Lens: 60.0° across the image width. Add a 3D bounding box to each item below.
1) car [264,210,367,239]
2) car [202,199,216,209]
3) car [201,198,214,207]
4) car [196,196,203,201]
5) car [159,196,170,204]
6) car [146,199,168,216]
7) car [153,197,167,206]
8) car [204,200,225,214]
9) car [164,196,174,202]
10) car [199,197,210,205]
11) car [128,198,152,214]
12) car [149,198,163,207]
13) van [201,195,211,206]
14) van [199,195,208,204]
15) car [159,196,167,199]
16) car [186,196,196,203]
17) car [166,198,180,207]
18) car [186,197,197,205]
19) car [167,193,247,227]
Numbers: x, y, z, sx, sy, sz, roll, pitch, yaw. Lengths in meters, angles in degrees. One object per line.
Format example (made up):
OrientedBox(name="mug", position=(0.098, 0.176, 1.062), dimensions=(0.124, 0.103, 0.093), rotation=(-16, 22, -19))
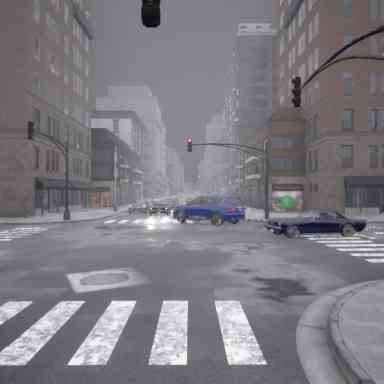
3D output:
OrientedBox(name="car", position=(6.106, 1.577, 16.769), dimensions=(4.718, 1.301, 1.895), rotation=(0, 0, -10))
OrientedBox(name="car", position=(2.380, 1.641, 47.159), dimensions=(1.802, 1.307, 4.206), rotation=(0, 0, 0))
OrientedBox(name="car", position=(2.390, 1.637, 52.669), dimensions=(1.947, 1.339, 4.313), rotation=(0, 0, 0))
OrientedBox(name="car", position=(2.050, 1.698, 90.105), dimensions=(1.812, 1.442, 4.674), rotation=(0, 0, 0))
OrientedBox(name="car", position=(-5.604, 1.552, 69.216), dimensions=(1.967, 1.590, 4.097), rotation=(0, 0, 0))
OrientedBox(name="car", position=(-3.133, 1.637, 33.515), dimensions=(1.895, 1.301, 4.718), rotation=(0, 0, 0))
OrientedBox(name="car", position=(-5.625, 1.634, 58.195), dimensions=(2.008, 1.369, 4.403), rotation=(0, 0, 0))
OrientedBox(name="car", position=(2.359, 1.606, 36.136), dimensions=(1.947, 1.339, 4.313), rotation=(0, 0, 0))
OrientedBox(name="car", position=(-5.584, 1.694, 80.237), dimensions=(2.008, 1.369, 4.403), rotation=(0, 0, 0))
OrientedBox(name="car", position=(2.410, 1.647, 63.691), dimensions=(2.008, 1.369, 4.403), rotation=(0, 0, 0))
OrientedBox(name="car", position=(-5.665, 1.480, 36.152), dimensions=(1.967, 1.590, 4.097), rotation=(0, 0, 0))
OrientedBox(name="car", position=(-5.635, 1.653, 52.684), dimensions=(1.802, 1.307, 4.206), rotation=(0, 0, 0))
OrientedBox(name="van", position=(2.400, 1.424, 58.180), dimensions=(1.690, 1.788, 3.998), rotation=(0, 0, 0))
OrientedBox(name="van", position=(2.420, 1.453, 69.202), dimensions=(1.690, 1.788, 3.998), rotation=(0, 0, 0))
OrientedBox(name="car", position=(-3.110, 1.617, 43.493), dimensions=(1.994, 1.385, 4.181), rotation=(0, 0, 1))
OrientedBox(name="car", position=(-0.202, 1.679, 73.977), dimensions=(1.994, 1.385, 4.181), rotation=(0, 0, 0))
OrientedBox(name="car", position=(-3.085, 1.636, 53.452), dimensions=(1.994, 1.385, 4.181), rotation=(0, 0, 0))
OrientedBox(name="car", position=(-0.131, 1.658, 62.513), dimensions=(1.994, 1.385, 4.181), rotation=(0, 0, 0))
OrientedBox(name="car", position=(1.180, 1.242, 23.552), dimensions=(5.566, 2.045, 2.150), rotation=(0, 1, 42))
